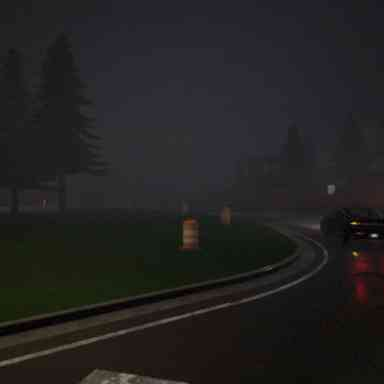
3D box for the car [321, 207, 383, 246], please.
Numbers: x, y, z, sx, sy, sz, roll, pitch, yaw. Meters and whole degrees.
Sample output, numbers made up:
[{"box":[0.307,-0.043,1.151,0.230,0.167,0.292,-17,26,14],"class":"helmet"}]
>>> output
[{"box":[7.189,1.421,14.917,2.128,1.511,4.902,0,0,8],"class":"car"}]
